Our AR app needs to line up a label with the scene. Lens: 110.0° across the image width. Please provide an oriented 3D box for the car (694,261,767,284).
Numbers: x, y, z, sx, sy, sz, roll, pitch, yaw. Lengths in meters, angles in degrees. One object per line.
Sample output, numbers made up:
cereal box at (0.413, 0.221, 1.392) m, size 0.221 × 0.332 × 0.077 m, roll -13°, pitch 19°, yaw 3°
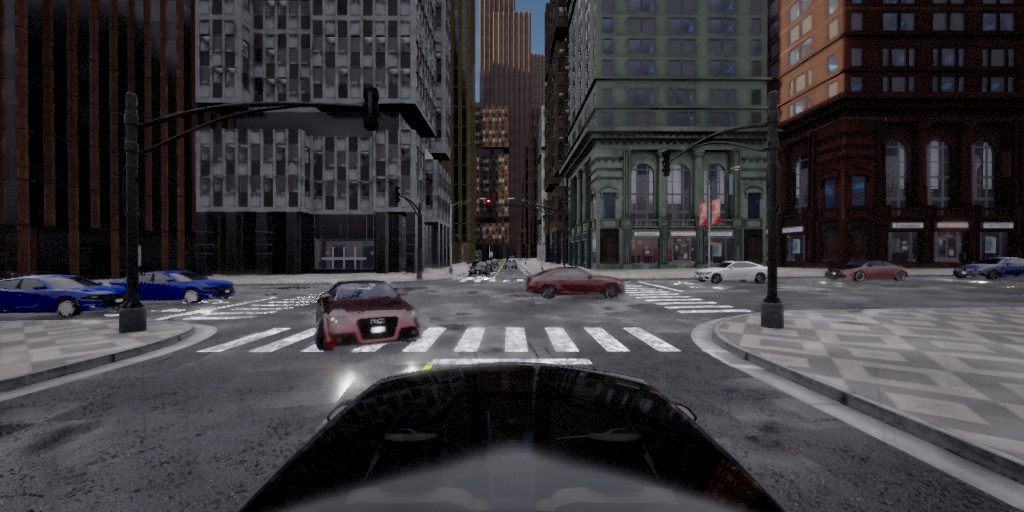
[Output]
car at (14.596, 1.037, 23.793) m, size 4.674 × 1.442 × 1.812 m, roll -1°, pitch 0°, yaw -1°

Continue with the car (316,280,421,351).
car at (-3.733, 1.312, 9.017) m, size 1.994 × 1.385 × 4.181 m, roll 1°, pitch 0°, yaw -31°

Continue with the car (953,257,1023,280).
car at (32.378, 0.811, 23.840) m, size 4.674 × 1.442 × 1.812 m, roll -1°, pitch 0°, yaw -1°

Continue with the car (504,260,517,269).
car at (-0.208, 1.266, 54.882) m, size 1.994 × 1.385 × 4.181 m, roll 0°, pitch 0°, yaw 0°

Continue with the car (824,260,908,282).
car at (23.418, 0.962, 23.818) m, size 4.181 × 1.385 × 1.994 m, roll -1°, pitch 0°, yaw 0°

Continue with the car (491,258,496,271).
car at (-3.318, 1.223, 45.458) m, size 1.837 × 1.490 × 4.892 m, roll 0°, pitch 0°, yaw 0°

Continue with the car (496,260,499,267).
car at (-3.403, 1.301, 55.747) m, size 1.895 × 1.301 × 4.718 m, roll 0°, pitch 0°, yaw 0°

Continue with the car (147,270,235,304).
car at (-16.017, 1.430, 17.008) m, size 5.008 × 1.535 × 1.882 m, roll -1°, pitch 0°, yaw 0°

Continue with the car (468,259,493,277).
car at (-3.233, 1.237, 35.993) m, size 1.837 × 1.490 × 4.892 m, roll 0°, pitch 0°, yaw -1°

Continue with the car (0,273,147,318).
car at (-17.561, 1.467, 13.748) m, size 5.008 × 1.535 × 1.882 m, roll -1°, pitch 0°, yaw 0°

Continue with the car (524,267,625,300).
car at (2.926, 1.250, 17.068) m, size 4.674 × 1.442 × 1.812 m, roll -1°, pitch 0°, yaw 0°
